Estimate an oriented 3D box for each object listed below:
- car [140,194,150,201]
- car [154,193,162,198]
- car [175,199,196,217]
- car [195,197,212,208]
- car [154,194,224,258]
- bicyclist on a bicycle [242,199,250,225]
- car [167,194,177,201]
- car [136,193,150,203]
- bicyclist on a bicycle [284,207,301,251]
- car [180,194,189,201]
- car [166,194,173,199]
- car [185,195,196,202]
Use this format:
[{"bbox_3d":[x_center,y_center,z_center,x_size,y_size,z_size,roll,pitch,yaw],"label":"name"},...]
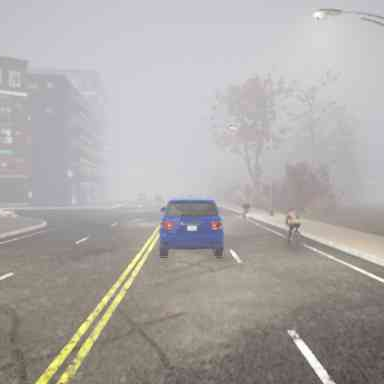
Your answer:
[{"bbox_3d":[-11.382,1.369,80.766,2.128,1.511,4.902,0,0,-7],"label":"car"},{"bbox_3d":[-6.434,1.453,65.049,1.994,1.385,4.181,0,0,-5],"label":"car"},{"bbox_3d":[-0.677,1.478,31.449,1.812,1.442,4.674,0,0,-3],"label":"car"},{"bbox_3d":[1.583,1.468,48.239,2.033,1.411,5.357,0,0,-4],"label":"car"},{"bbox_3d":[-0.054,1.203,12.919,2.150,2.045,5.566,0,0,-1],"label":"car"},{"bbox_3d":[3.713,1.334,23.038,0.659,1.776,1.843,0,0,-2],"label":"bicyclist on a bicycle"},{"bbox_3d":[-4.974,1.374,81.922,2.128,1.511,4.902,0,0,-7],"label":"car"},{"bbox_3d":[-9.648,1.119,64.586,2.150,2.045,5.566,0,0,-5],"label":"car"},{"bbox_3d":[3.984,1.432,13.154,0.582,1.620,1.656,0,0,-1],"label":"bicyclist on a bicycle"},{"bbox_3d":[-1.943,1.366,83.935,1.812,1.442,4.674,0,0,-7],"label":"car"},{"bbox_3d":[-6.245,1.229,91.885,1.837,1.490,4.892,0,0,-8],"label":"car"},{"bbox_3d":[-0.400,1.352,70.238,1.882,1.535,5.008,0,0,-6],"label":"car"}]
